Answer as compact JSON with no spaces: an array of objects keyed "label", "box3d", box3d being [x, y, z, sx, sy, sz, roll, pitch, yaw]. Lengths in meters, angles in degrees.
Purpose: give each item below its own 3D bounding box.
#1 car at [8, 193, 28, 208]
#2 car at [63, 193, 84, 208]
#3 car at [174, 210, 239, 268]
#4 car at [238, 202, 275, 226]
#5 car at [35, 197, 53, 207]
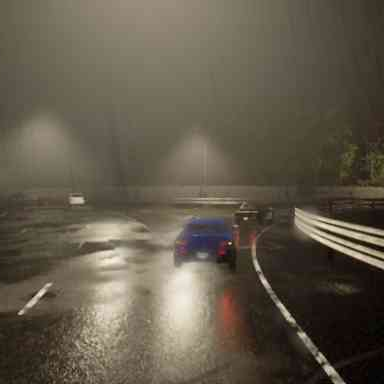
[{"label":"car","box3d":[-25.828,1.203,49.193,2.150,2.045,5.566,0,0,-34]},{"label":"car","box3d":[-17.693,1.202,49.566,2.150,2.045,5.566,0,0,-32]},{"label":"car","box3d":[0.564,1.521,11.173,1.812,1.442,4.674,0,0,7]},{"label":"car","box3d":[4.515,1.482,23.433,2.128,1.511,4.902,0,0,26]},{"label":"car","box3d":[-22.530,1.458,50.499,1.882,1.535,5.008,0,0,-34]}]
